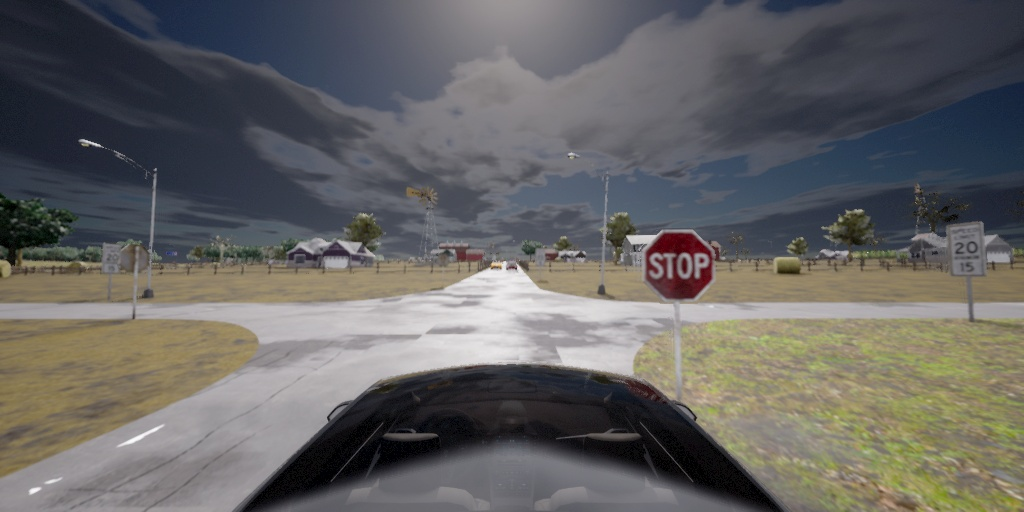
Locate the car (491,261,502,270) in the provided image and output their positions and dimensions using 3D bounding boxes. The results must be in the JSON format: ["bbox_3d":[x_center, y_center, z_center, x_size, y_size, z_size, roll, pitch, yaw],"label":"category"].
[{"bbox_3d":[-2.802,1.712,65.189,1.882,1.535,5.008,0,0,0],"label":"car"}]

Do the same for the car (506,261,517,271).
[{"bbox_3d":[-0.049,1.810,60.624,1.895,1.301,4.718,0,0,0],"label":"car"}]
